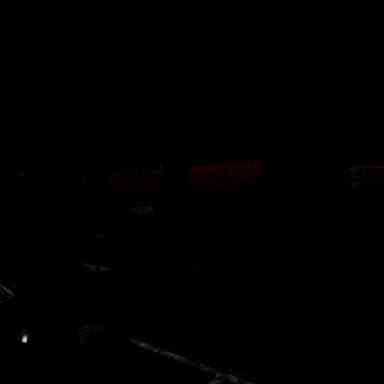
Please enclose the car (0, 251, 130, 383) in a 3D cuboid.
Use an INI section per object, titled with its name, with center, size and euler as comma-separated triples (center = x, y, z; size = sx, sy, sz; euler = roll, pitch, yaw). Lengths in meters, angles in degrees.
[car]
center = -2.768, 1.537, 4.816
size = 4.313, 1.339, 1.947
euler = 0, -2, 36
